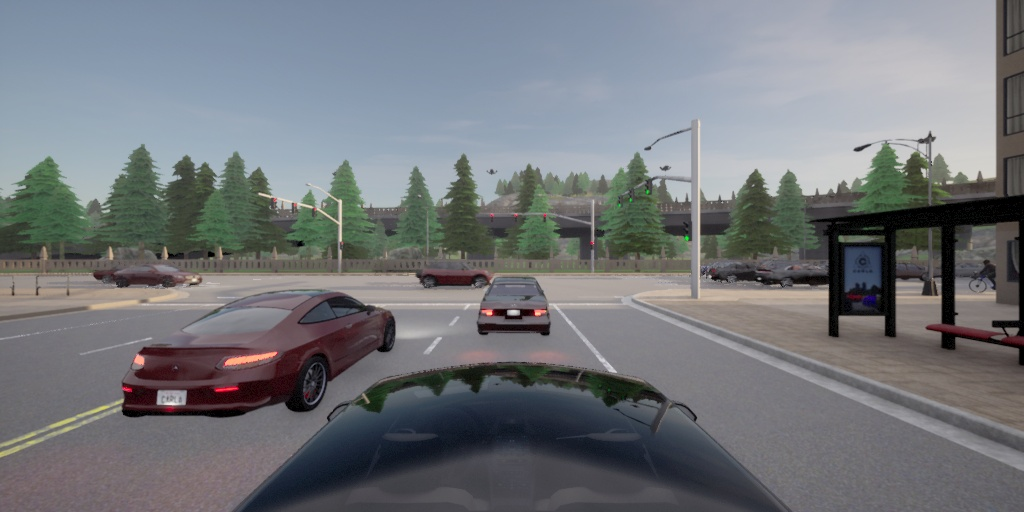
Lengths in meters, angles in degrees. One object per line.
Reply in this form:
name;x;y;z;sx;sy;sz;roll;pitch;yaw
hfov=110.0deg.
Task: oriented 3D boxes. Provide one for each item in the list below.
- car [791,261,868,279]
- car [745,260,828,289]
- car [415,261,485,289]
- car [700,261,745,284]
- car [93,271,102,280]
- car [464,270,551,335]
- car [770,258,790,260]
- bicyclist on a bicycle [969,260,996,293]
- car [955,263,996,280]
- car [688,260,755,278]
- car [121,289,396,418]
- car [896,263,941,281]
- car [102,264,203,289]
car;28.289;1.196;32.123;4.902;1.511;2.128;0;0;4
car;17.540;1.192;21.881;4.902;1.511;2.128;0;0;1
car;-3.267;1.087;22.120;4.553;1.767;2.097;0;0;1
car;16.460;1.207;25.395;4.892;1.490;1.837;0;0;1
car;-26.909;1.303;25.891;4.718;1.301;1.895;0;0;1
car;0.088;1.300;10.444;2.033;1.411;5.357;0;0;1
car;20.954;1.055;28.951;4.553;1.767;2.097;0;0;2
bicyclist on a bicycle;22.756;1.000;17.037;0.582;1.620;1.656;0;0;1
car;38.077;1.268;30.440;4.181;1.385;1.994;0;0;17
car;18.908;1.182;32.506;5.008;1.535;1.882;0;0;1
car;-3.447;1.277;5.949;1.812;1.442;4.674;0;0;0
car;30.557;1.251;28.511;5.357;1.411;2.033;0;0;6
car;-21.938;1.227;22.222;4.674;1.442;1.812;0;0;2
